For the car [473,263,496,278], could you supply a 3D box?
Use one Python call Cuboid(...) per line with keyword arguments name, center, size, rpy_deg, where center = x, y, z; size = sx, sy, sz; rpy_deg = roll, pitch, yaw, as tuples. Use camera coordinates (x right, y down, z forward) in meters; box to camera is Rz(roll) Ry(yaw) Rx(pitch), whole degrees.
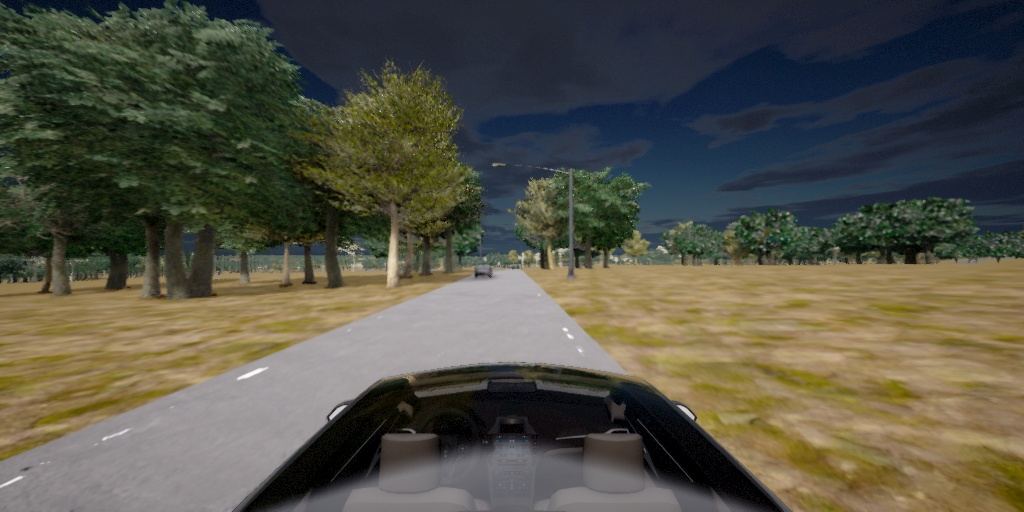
Cuboid(name="car", center=(-3.077, 1.659, 39.618), size=(1.837, 1.490, 4.892), rpy_deg=(0, -1, 0))
